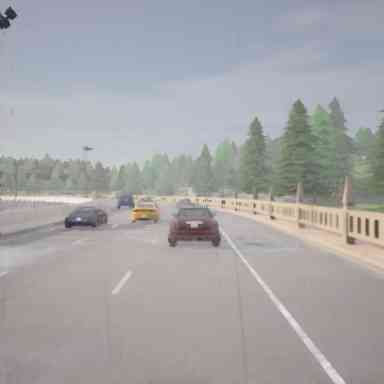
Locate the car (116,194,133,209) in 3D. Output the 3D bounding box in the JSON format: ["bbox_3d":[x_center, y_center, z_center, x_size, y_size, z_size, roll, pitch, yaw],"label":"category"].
[{"bbox_3d":[-9.997,1.358,49.396,2.150,2.045,5.566,1,0,-17],"label":"car"}]

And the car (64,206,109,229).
[{"bbox_3d":[-6.956,1.626,22.299,1.994,1.385,4.181,0,0,-1],"label":"car"}]

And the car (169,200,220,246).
[{"bbox_3d":[0.098,1.395,15.671,2.097,1.767,4.553,0,0,0],"label":"car"}]

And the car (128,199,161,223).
[{"bbox_3d":[-3.563,1.550,26.342,1.882,1.535,5.008,0,0,-3],"label":"car"}]

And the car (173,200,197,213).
[{"bbox_3d":[-0.883,1.656,39.665,2.033,1.411,5.357,0,0,-10],"label":"car"}]
